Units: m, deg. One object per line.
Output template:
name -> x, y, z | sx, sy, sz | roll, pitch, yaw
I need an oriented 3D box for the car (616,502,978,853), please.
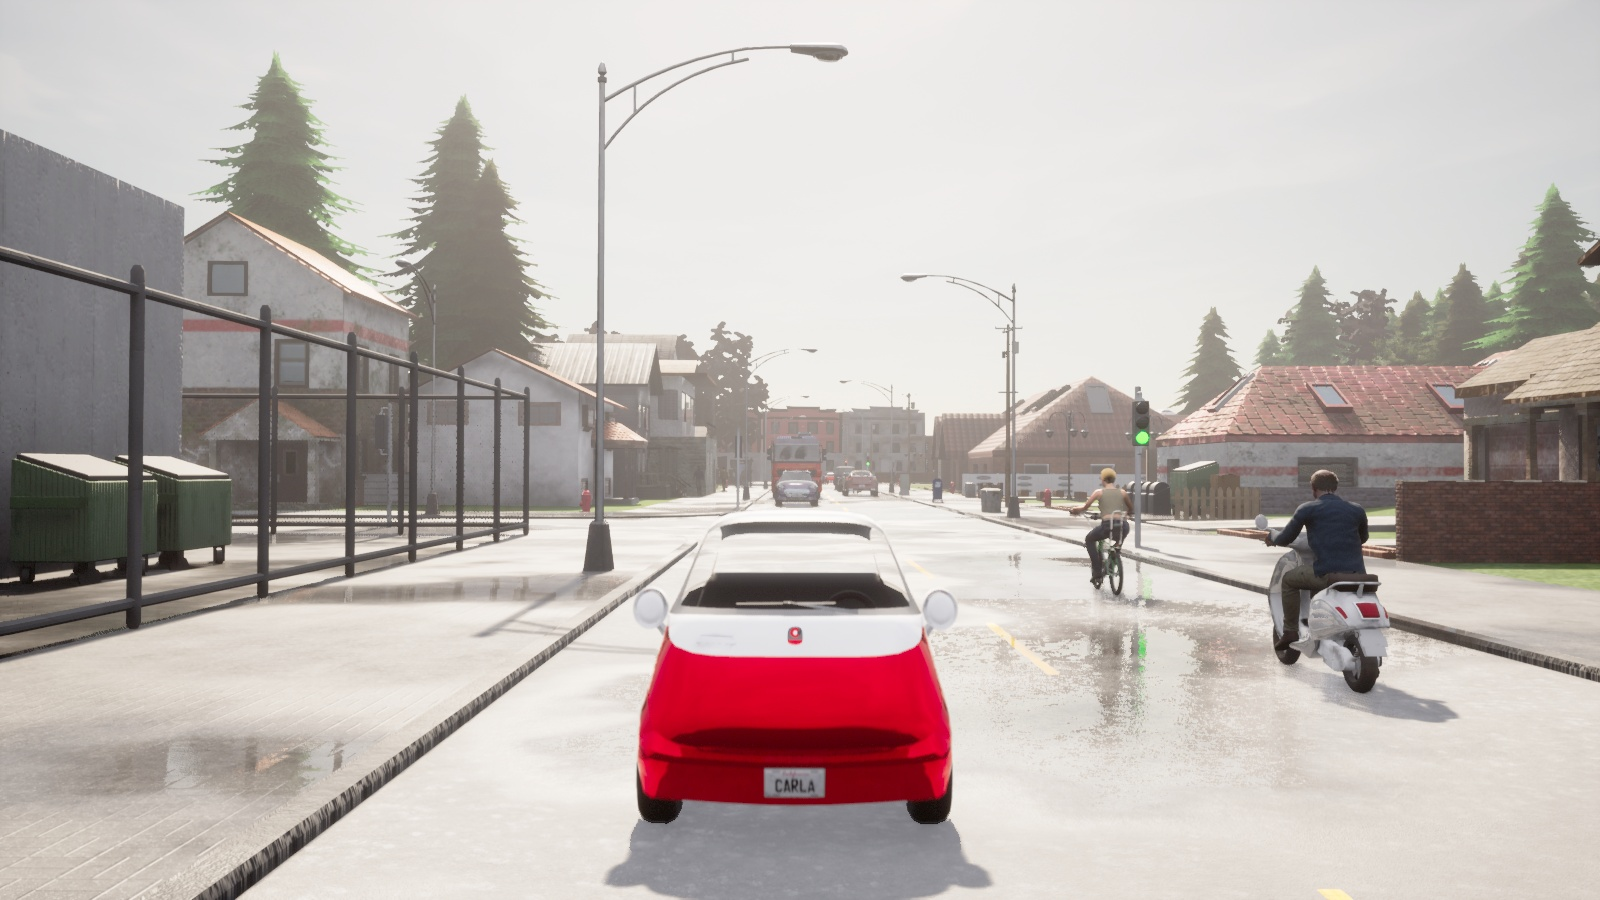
car -> -0.015, 0.975, 6.254 | 1.481, 1.376, 2.207 | 0, -1, 0

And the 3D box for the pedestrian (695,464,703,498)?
pedestrian -> -5.584, 1.713, 69.625 | 0.370, 1.835, 0.726 | 0, -1, 0

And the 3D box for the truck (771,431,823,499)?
truck -> -0.182, 0.902, 74.739 | 2.891, 3.827, 8.468 | 0, -1, 0

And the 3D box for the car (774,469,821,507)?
car -> -0.146, 1.707, 57.415 | 2.033, 1.649, 4.856 | 0, -1, -1

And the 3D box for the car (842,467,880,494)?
car -> 3.809, 1.909, 79.481 | 2.152, 1.651, 5.027 | 0, -1, 0

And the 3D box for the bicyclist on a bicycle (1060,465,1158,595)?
bicyclist on a bicycle -> 3.975, 1.009, 16.280 | 0.866, 1.612, 1.509 | 0, -2, -1

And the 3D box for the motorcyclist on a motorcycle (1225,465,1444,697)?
motorcyclist on a motorcycle -> 3.976, 0.912, 9.530 | 0.866, 1.590, 1.817 | 0, -1, 0
